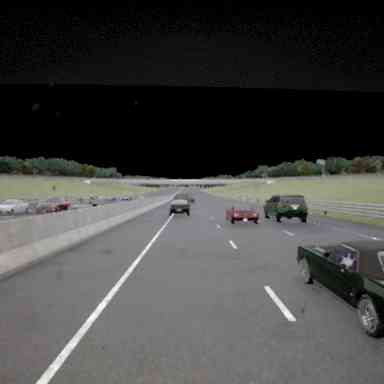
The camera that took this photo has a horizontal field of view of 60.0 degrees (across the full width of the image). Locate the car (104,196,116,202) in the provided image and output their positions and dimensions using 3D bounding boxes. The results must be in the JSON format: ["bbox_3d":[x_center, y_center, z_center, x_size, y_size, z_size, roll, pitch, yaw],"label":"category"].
[{"bbox_3d":[-18.054,1.520,73.390,1.812,1.442,4.674,0,0,-1],"label":"car"}]

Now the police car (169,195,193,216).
[{"bbox_3d":[-1.159,1.386,32.130,1.930,1.638,5.238,0,0,0],"label":"police car"}]

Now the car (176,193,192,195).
[{"bbox_3d":[-1.235,1.187,42.059,2.150,2.045,5.566,0,0,0],"label":"car"}]

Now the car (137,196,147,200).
[{"bbox_3d":[-11.055,1.518,73.499,1.812,1.442,4.674,0,0,-1],"label":"car"}]

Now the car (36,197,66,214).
[{"bbox_3d":[-14.218,1.314,34.329,2.097,1.767,4.553,0,0,0],"label":"car"}]

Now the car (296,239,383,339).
[{"bbox_3d":[3.593,1.580,6.474,1.895,1.301,4.718,0,0,0],"label":"car"}]

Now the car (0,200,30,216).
[{"bbox_3d":[-17.715,1.488,32.773,1.812,1.442,4.674,0,0,0],"label":"car"}]

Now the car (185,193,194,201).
[{"bbox_3d":[-0.667,1.206,81.495,2.097,1.767,4.553,0,0,-1],"label":"car"}]

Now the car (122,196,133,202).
[{"bbox_3d":[-14.581,1.513,75.250,2.033,1.411,5.357,0,0,-1],"label":"car"}]

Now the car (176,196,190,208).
[{"bbox_3d":[-1.289,1.446,48.034,1.882,1.535,5.008,0,0,-1],"label":"car"}]

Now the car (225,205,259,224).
[{"bbox_3d":[3.535,1.564,24.302,1.895,1.301,4.718,0,0,0],"label":"car"}]

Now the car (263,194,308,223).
[{"bbox_3d":[7.029,1.184,25.404,2.150,2.045,5.566,0,0,0],"label":"car"}]

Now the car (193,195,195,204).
[{"bbox_3d":[-0.437,1.345,65.245,2.097,1.767,4.553,0,0,-1],"label":"car"}]

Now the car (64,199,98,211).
[{"bbox_3d":[-10.711,1.525,33.016,1.994,1.385,4.181,0,0,0],"label":"car"}]
